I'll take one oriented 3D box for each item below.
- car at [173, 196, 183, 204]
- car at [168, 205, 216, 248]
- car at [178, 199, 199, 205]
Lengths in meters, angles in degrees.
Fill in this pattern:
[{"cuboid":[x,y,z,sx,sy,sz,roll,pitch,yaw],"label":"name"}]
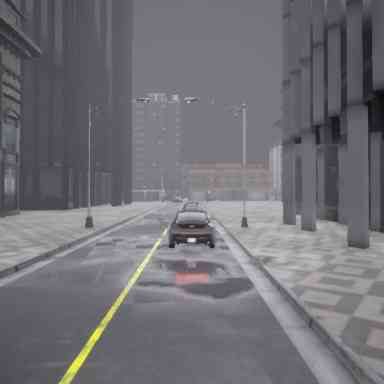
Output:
[{"cuboid":[-3.000,1.639,70.770,1.882,1.535,5.008,0,0,0],"label":"car"},{"cuboid":[0.000,1.522,14.651,1.837,1.490,4.892,0,0,0],"label":"car"},{"cuboid":[0.000,1.592,29.653,1.994,1.385,4.181,0,0,0],"label":"car"}]
